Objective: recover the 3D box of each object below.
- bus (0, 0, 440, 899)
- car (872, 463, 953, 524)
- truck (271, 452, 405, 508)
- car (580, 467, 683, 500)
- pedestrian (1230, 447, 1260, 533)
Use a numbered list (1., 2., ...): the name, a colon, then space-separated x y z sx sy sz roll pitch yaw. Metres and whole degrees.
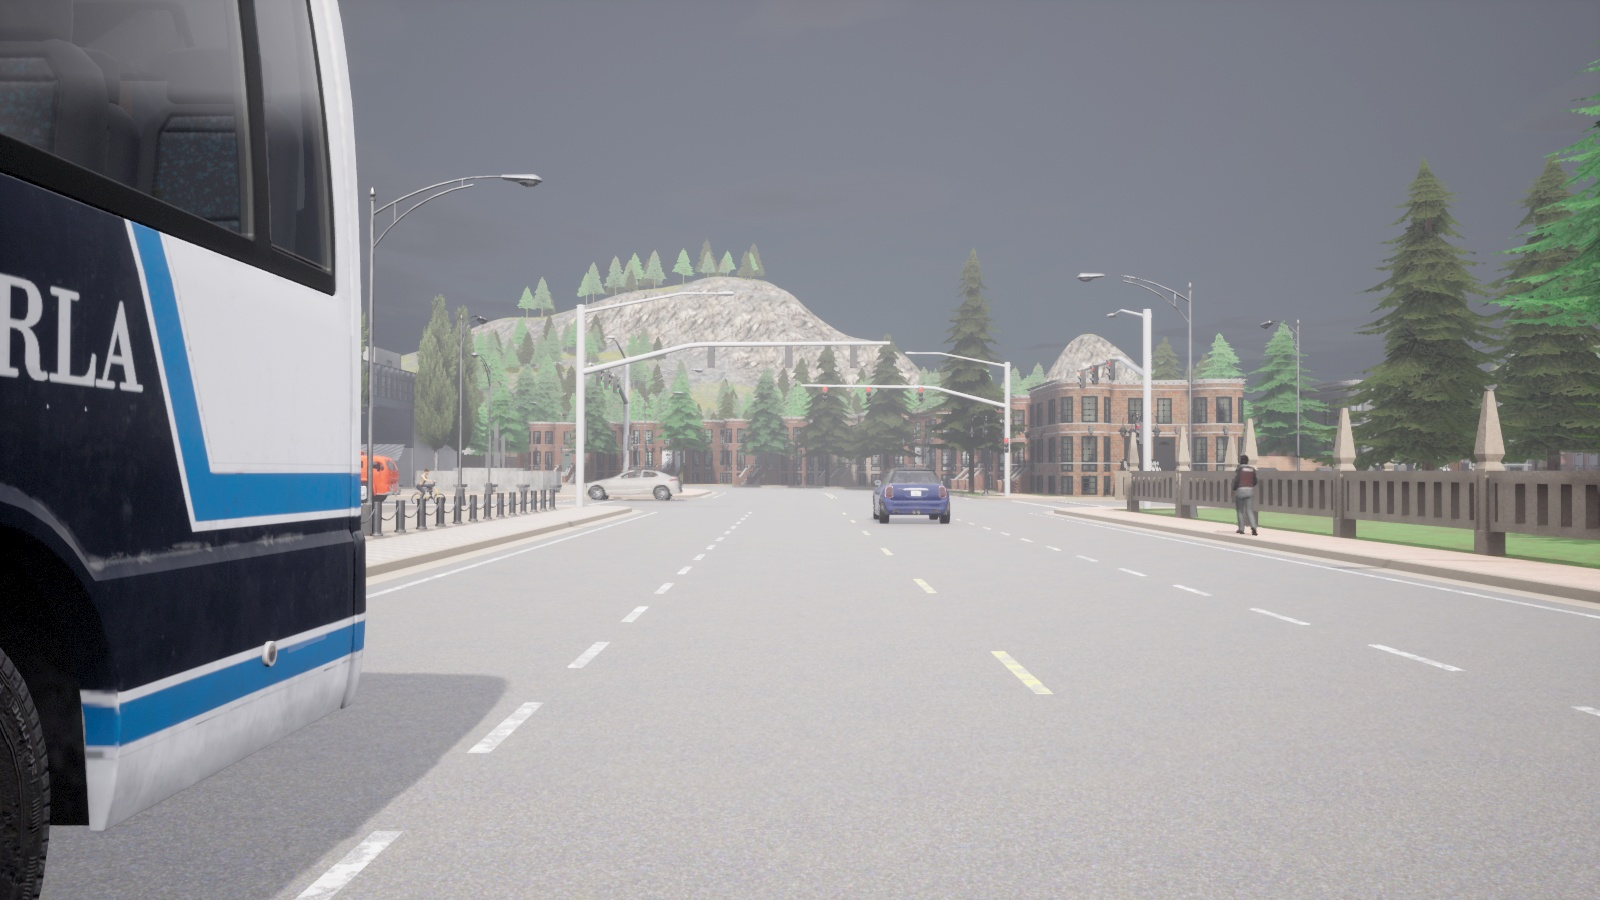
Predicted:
1. bus: -3.506 -0.544 0.234 3.944 4.253 10.273 0 -1 0
2. car: 3.417 1.313 39.050 2.097 1.767 4.553 0 -1 0
3. truck: -21.139 1.378 57.643 5.204 2.467 2.627 0 -1 0
4. car: -8.616 1.711 64.674 5.027 1.651 2.152 0 -1 0
5. pedestrian: 10.089 0.910 28.482 0.402 1.930 0.666 0 -1 -1
